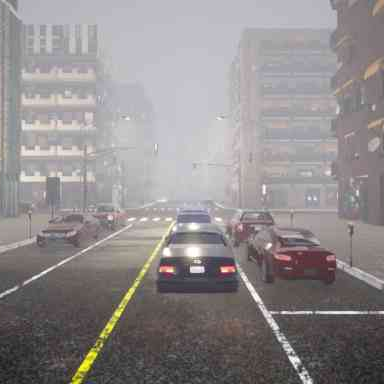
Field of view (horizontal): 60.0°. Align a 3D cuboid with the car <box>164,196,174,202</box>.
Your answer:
[{"bbox_3d":[-5.294,1.577,75.597,1.947,1.339,4.313,1,0,0],"label":"car"}]

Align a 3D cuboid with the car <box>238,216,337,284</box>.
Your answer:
[{"bbox_3d":[2.575,1.584,9.293,1.802,1.307,4.206,1,0,0],"label":"car"}]

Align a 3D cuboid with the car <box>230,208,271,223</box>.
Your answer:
[{"bbox_3d":[2.578,1.444,14.842,1.967,1.590,4.097,1,0,0],"label":"car"}]

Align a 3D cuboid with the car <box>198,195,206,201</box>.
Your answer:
[{"bbox_3d":[2.588,1.563,86.967,2.008,1.369,4.403,1,0,0],"label":"car"}]

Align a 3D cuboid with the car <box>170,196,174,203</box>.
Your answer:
[{"bbox_3d":[-5.295,1.536,69.756,1.752,1.417,4.829,1,0,0],"label":"car"}]

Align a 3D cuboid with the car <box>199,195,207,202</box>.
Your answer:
[{"bbox_3d":[2.587,1.557,81.296,1.887,1.381,4.507,1,0,0],"label":"car"}]

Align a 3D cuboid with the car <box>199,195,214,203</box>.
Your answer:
[{"bbox_3d":[2.583,1.560,52.941,2.008,1.369,4.403,1,0,0],"label":"car"}]

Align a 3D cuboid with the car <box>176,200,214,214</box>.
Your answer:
[{"bbox_3d":[0.096,1.482,19.590,1.882,1.535,5.008,0,0,0],"label":"car"}]

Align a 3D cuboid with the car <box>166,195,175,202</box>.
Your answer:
[{"bbox_3d":[-5.293,1.557,81.267,1.887,1.381,4.507,1,0,0],"label":"car"}]

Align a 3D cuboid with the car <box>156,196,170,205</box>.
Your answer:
[{"bbox_3d":[-5.296,1.535,58.414,1.752,1.417,4.829,1,0,0],"label":"car"}]

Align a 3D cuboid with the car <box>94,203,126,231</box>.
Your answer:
[{"bbox_3d":[-5.310,1.445,20.371,1.967,1.590,4.097,1,0,0],"label":"car"}]

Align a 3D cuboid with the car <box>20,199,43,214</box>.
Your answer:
[{"bbox_3d":[-17.557,1.241,31.884,5.009,1.841,2.192,0,-1,0],"label":"car"}]

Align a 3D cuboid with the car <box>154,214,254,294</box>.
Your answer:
[{"bbox_3d":[0.102,1.550,8.948,2.033,1.411,5.357,0,0,0],"label":"car"}]

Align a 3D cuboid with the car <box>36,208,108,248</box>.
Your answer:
[{"bbox_3d":[-5.309,1.585,14.821,1.802,1.307,4.206,1,0,0],"label":"car"}]

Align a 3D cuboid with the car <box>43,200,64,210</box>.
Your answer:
[{"bbox_3d":[-17.617,1.591,39.760,4.313,1.339,1.947,0,-1,0],"label":"car"}]
